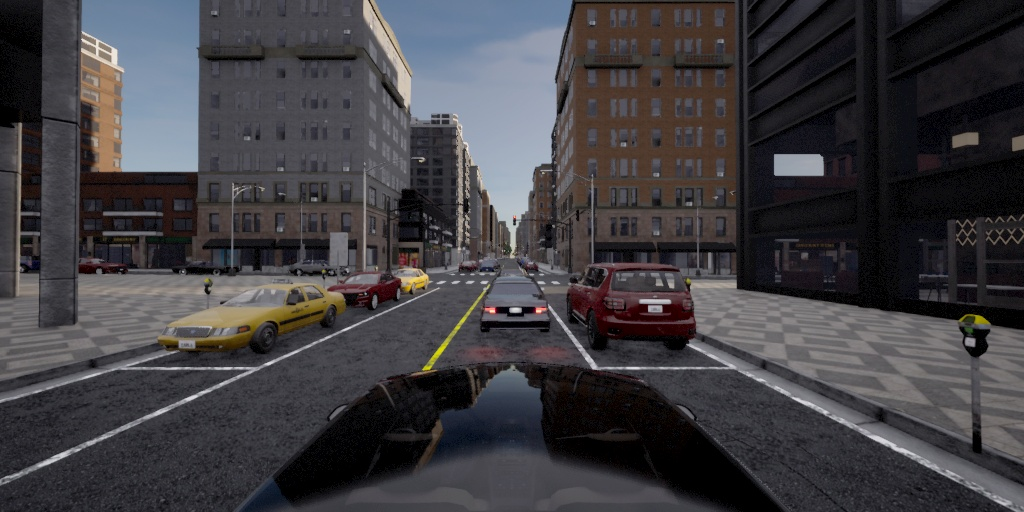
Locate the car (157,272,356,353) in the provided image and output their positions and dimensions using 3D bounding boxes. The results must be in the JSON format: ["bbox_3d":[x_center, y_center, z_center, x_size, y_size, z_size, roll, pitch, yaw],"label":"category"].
[{"bbox_3d":[-5.875,1.278,8.878,1.751,1.417,4.829,0,0,0],"label":"car"}]

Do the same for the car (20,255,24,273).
[{"bbox_3d":[-46.938,0.837,31.599,4.892,1.490,1.837,1,-1,1],"label":"car"}]

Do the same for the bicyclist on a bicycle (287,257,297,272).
[{"bbox_3d":[-23.105,0.915,37.714,0.582,1.620,1.656,0,0,0],"label":"bicyclist on a bicycle"}]

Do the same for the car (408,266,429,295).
[{"bbox_3d":[-5.904,1.282,20.127,1.751,1.417,4.829,0,0,0],"label":"car"}]

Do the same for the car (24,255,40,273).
[{"bbox_3d":[-47.610,0.710,34.702,4.553,1.767,2.097,1,-1,1],"label":"car"}]

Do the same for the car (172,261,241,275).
[{"bbox_3d":[-26.734,1.117,31.485,4.718,1.301,1.895,1,-1,0],"label":"car"}]

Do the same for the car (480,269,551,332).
[{"bbox_3d":[0.068,1.301,10.794,2.033,1.411,5.357,0,0,0],"label":"car"}]

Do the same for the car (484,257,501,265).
[{"bbox_3d":[-3.223,1.336,56.612,1.994,1.385,4.181,0,0,0],"label":"car"}]

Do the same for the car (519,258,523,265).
[{"bbox_3d":[2.522,1.355,58.676,1.802,1.307,4.207,0,0,0],"label":"car"}]

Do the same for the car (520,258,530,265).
[{"bbox_3d":[2.537,1.352,53.003,1.802,1.307,4.207,0,0,0],"label":"car"}]

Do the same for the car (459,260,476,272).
[{"bbox_3d":[-5.974,1.313,47.317,1.888,1.381,4.507,0,0,0],"label":"car"}]

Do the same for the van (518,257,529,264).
[{"bbox_3d":[2.508,1.117,64.350,1.690,1.789,3.998,0,0,0],"label":"van"}]

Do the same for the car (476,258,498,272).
[{"bbox_3d":[-3.239,1.315,46.756,2.033,1.411,5.357,0,0,-4],"label":"car"}]

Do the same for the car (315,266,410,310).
[{"bbox_3d":[-5.890,1.300,14.673,1.888,1.381,4.507,0,0,0],"label":"car"}]

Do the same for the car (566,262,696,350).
[{"bbox_3d":[2.651,1.067,9.061,2.192,1.841,5.009,0,0,0],"label":"car"}]

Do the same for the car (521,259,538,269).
[{"bbox_3d":[2.552,1.350,47.329,1.802,1.307,4.207,0,0,0],"label":"car"}]

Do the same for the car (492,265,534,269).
[{"bbox_3d":[0.022,1.358,20.520,1.895,1.301,4.718,0,0,0],"label":"car"}]

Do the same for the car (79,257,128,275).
[{"bbox_3d":[-36.828,0.902,31.530,5.008,1.535,1.882,1,-1,0],"label":"car"}]

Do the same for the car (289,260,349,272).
[{"bbox_3d":[-16.836,1.097,31.451,4.902,1.511,2.128,1,-1,0],"label":"car"}]
